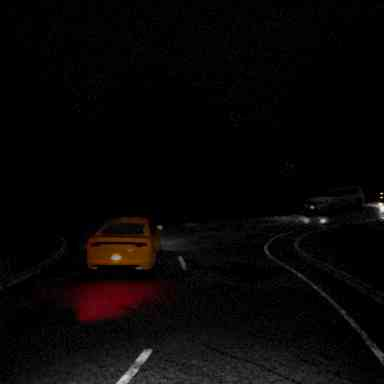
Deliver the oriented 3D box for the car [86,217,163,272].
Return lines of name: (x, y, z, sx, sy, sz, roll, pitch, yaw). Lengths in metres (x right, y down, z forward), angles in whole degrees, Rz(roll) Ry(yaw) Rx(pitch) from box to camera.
car: (-2.073, 1.577, 11.156, 1.882, 1.535, 5.008, 1, 0, -2)

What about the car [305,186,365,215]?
car: (12.146, 0.662, 28.189, 5.566, 2.045, 2.150, -6, 2, -27)

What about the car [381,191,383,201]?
car: (20.723, -0.067, 32.917, 4.553, 1.767, 2.097, -6, 3, -31)
